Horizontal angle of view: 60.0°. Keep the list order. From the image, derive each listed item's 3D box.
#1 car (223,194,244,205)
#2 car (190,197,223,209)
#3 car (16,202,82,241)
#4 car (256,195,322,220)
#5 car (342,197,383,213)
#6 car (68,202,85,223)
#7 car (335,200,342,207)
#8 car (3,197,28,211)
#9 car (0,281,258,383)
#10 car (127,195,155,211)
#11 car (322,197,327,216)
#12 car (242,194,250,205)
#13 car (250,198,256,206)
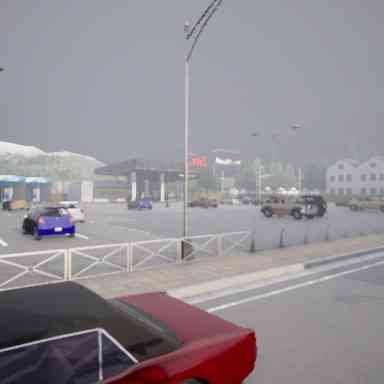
[{"bbox_3d":[6.744,1.605,59.539,1.970,1.475,3.806,0,0,-38],"label":"car"},{"bbox_3d":[1.626,1.474,45.815,2.007,1.523,4.514,0,0,-38],"label":"car"},{"bbox_3d":[-6.987,1.413,16.039,1.845,1.501,3.633,0,0,-38],"label":"car"},{"bbox_3d":[7.837,1.237,27.249,1.932,1.855,4.605,0,0,-38],"label":"car"},{"bbox_3d":[20.037,1.378,37.138,2.152,1.636,5.027,0,0,-38],"label":"car"},{"bbox_3d":[-9.143,1.441,23.740,1.970,1.475,3.806,0,0,-38],"label":"car"},{"bbox_3d":[23.541,1.578,49.124,2.007,1.523,4.514,0,0,-38],"label":"car"},{"bbox_3d":[-20.395,1.389,38.634,2.152,1.636,5.027,0,0,-38],"label":"car"},{"bbox_3d":[-1.705,1.602,2.713,4.718,1.301,1.895,0,0,-38],"label":"car"},{"bbox_3d":[-6.326,1.442,39.762,1.845,1.501,3.633,0,0,-38],"label":"car"},{"bbox_3d":[9.890,1.233,29.346,1.905,1.878,3.866,0,0,-38],"label":"car"},{"bbox_3d":[9.754,1.339,61.080,1.905,1.878,3.866,0,0,-38],"label":"car"},{"bbox_3d":[11.939,1.341,52.837,1.932,1.855,4.605,0,0,-38],"label":"car"}]
